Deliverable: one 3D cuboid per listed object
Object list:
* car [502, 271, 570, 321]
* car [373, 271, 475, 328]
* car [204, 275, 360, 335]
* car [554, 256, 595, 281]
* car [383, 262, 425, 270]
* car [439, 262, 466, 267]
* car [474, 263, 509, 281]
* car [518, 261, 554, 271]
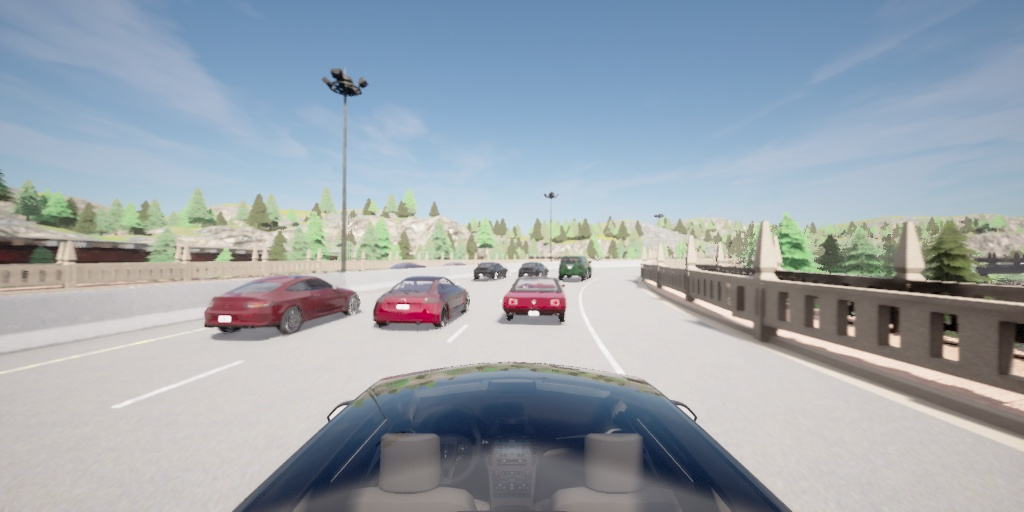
[{"bbox_3d":[0.917,1.366,12.531,1.895,1.301,4.718,0,0,7],"label":"car"},{"bbox_3d":[-2.691,1.322,11.503,1.994,1.385,4.181,0,0,6],"label":"car"},{"bbox_3d":[-6.321,1.275,10.461,1.812,1.442,4.674,0,0,6],"label":"car"},{"bbox_3d":[5.536,1.017,31.022,2.150,2.045,5.566,0,0,20],"label":"car"},{"bbox_3d":[-11.068,1.375,37.127,2.033,1.411,5.357,0,0,20],"label":"car"},{"bbox_3d":[-6.545,1.379,39.066,2.033,1.411,5.357,0,0,22],"label":"car"},{"bbox_3d":[-1.737,1.308,31.321,1.837,1.490,4.892,0,0,19],"label":"car"},{"bbox_3d":[1.975,1.305,31.341,1.837,1.490,4.892,0,0,20],"label":"car"}]
